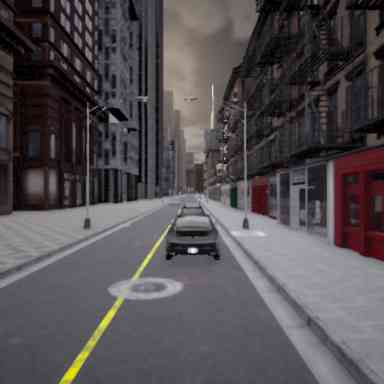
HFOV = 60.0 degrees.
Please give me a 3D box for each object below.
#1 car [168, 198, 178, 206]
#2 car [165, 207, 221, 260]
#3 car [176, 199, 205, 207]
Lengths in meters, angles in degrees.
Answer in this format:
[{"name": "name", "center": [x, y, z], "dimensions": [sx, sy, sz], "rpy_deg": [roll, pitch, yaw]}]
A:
[{"name": "car", "center": [-3.067, 1.754, 57.030], "dimensions": [1.895, 1.301, 4.718], "rpy_deg": [0, 0, 0]}, {"name": "car", "center": [0.045, 1.536, 12.627], "dimensions": [1.837, 1.490, 4.892], "rpy_deg": [0, 0, 0]}, {"name": "car", "center": [0.042, 1.554, 27.606], "dimensions": [2.128, 1.511, 4.902], "rpy_deg": [0, 0, 0]}]
